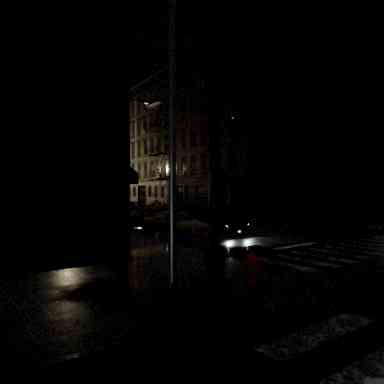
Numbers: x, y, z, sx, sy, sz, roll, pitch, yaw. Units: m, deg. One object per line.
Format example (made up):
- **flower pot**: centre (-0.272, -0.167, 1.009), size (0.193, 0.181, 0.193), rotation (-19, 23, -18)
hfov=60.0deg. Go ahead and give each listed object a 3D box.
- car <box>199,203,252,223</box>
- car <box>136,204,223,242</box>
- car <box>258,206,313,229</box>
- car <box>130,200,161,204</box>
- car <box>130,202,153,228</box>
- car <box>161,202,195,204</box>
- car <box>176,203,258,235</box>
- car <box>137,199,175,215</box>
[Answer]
- **car**: centre (2.510, 1.577, 25.875), size (1.802, 1.307, 4.206), rotation (0, 0, -35)
- **car**: centre (-0.794, 1.554, 16.679), size (1.752, 1.417, 4.829), rotation (0, 0, -35)
- **car**: centre (5.650, 1.557, 21.466), size (1.947, 1.339, 4.313), rotation (0, 0, -35)
- **car**: centre (-4.826, 1.516, 26.719), size (2.128, 1.511, 4.902), rotation (0, 0, -35)
- **car**: centre (-4.032, 1.584, 21.227), size (2.008, 1.369, 4.403), rotation (0, 0, -35)
- **car**: centre (-0.629, 1.565, 30.284), size (1.947, 1.339, 4.313), rotation (0, 0, -35)
- **car**: centre (0.930, 1.565, 18.678), size (2.033, 1.411, 5.357), rotation (0, 0, -32)
- **car**: centre (-3.868, 1.528, 34.831), size (1.752, 1.417, 4.829), rotation (0, 0, -35)
